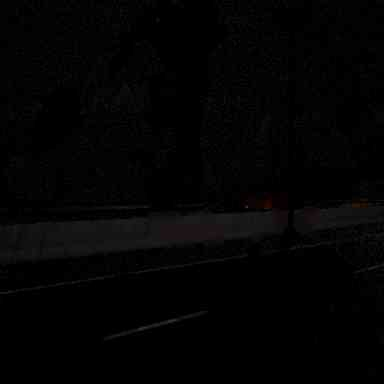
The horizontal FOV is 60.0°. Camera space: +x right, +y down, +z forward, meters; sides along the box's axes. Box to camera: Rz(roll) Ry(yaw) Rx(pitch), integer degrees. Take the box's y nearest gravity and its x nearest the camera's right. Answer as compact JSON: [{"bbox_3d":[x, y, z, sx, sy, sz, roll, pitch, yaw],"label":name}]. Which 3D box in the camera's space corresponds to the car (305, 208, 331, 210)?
[{"bbox_3d":[12.925,1.510,34.666,5.357,1.411,2.033,0,0,-35],"label":"car"}]

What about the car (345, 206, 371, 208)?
[{"bbox_3d":[16.932,1.446,33.227,5.008,1.535,1.882,0,0,-35],"label":"car"}]

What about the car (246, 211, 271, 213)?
[{"bbox_3d":[7.799,1.180,35.314,5.566,2.045,2.150,0,0,-35],"label":"car"}]
